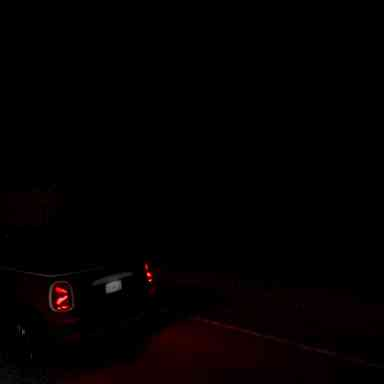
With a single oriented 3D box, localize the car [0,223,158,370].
[{"bbox_3d":[-2.843,1.381,5.995,4.553,1.767,2.097,0,0,36],"label":"car"}]
